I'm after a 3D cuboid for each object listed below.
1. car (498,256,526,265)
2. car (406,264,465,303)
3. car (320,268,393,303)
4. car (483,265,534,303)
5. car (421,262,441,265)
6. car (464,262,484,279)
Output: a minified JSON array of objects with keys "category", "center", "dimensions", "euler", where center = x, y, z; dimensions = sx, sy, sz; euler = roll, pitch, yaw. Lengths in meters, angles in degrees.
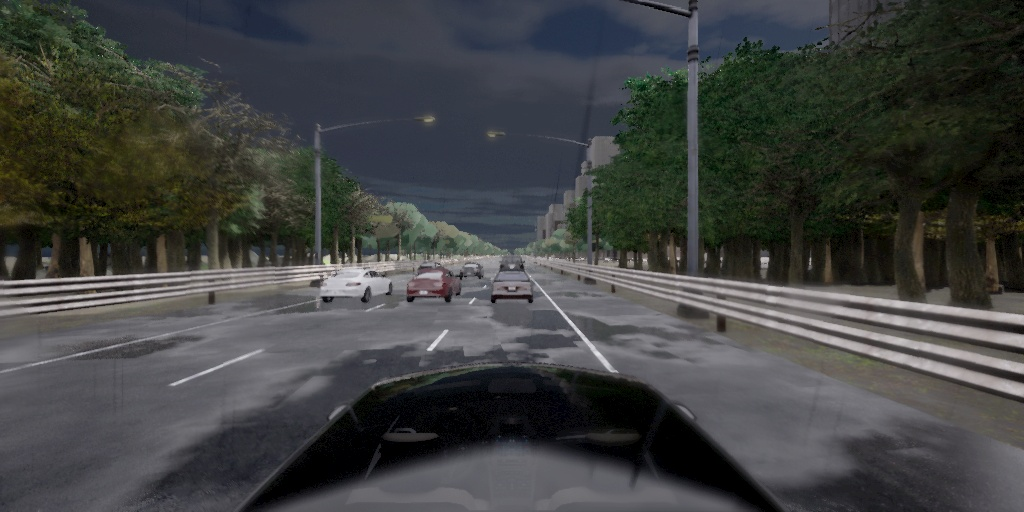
[{"category":"car","center":[0.000,0.989,31.529],"dimensions":[2.150,2.045,5.566],"euler":[0,0,0]},{"category":"car","center":[-3.500,1.277,16.500],"dimensions":[1.812,1.442,4.674],"euler":[0,0,0]},{"category":"car","center":[-7.000,1.277,16.500],"dimensions":[1.812,1.442,4.674],"euler":[0,0,0]},{"category":"car","center":[0.000,1.307,16.500],"dimensions":[2.033,1.411,5.357],"euler":[0,0,0]},{"category":"car","center":[-7.000,1.247,31.500],"dimensions":[1.837,1.490,4.892],"euler":[0,0,0]},{"category":"car","center":[-3.500,1.264,31.500],"dimensions":[1.812,1.442,4.674],"euler":[0,0,0]}]
